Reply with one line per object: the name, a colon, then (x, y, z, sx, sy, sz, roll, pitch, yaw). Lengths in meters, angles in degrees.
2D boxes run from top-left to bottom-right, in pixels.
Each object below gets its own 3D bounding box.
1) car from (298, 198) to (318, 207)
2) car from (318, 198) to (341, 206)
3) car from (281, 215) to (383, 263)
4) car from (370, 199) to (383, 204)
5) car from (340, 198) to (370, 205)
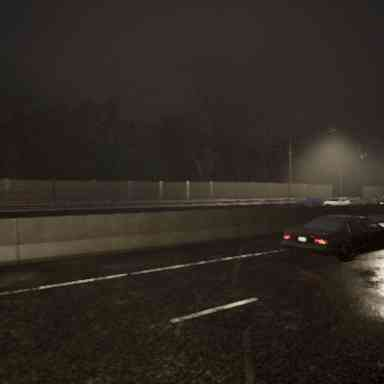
car: (16.583, 1.507, 45.892, 4.674, 1.442, 1.812, 0, 0, -35)
car: (18.933, 1.507, 43.272, 4.674, 1.442, 1.812, 0, 0, -35)
car: (5.531, 1.539, 11.993, 5.357, 1.411, 2.033, 0, 0, -35)
car: (22.674, 1.529, 37.349, 5.357, 1.411, 2.033, 0, 0, -35)
car: (20.677, 1.529, 40.222, 5.357, 1.411, 2.033, 0, 0, -35)
